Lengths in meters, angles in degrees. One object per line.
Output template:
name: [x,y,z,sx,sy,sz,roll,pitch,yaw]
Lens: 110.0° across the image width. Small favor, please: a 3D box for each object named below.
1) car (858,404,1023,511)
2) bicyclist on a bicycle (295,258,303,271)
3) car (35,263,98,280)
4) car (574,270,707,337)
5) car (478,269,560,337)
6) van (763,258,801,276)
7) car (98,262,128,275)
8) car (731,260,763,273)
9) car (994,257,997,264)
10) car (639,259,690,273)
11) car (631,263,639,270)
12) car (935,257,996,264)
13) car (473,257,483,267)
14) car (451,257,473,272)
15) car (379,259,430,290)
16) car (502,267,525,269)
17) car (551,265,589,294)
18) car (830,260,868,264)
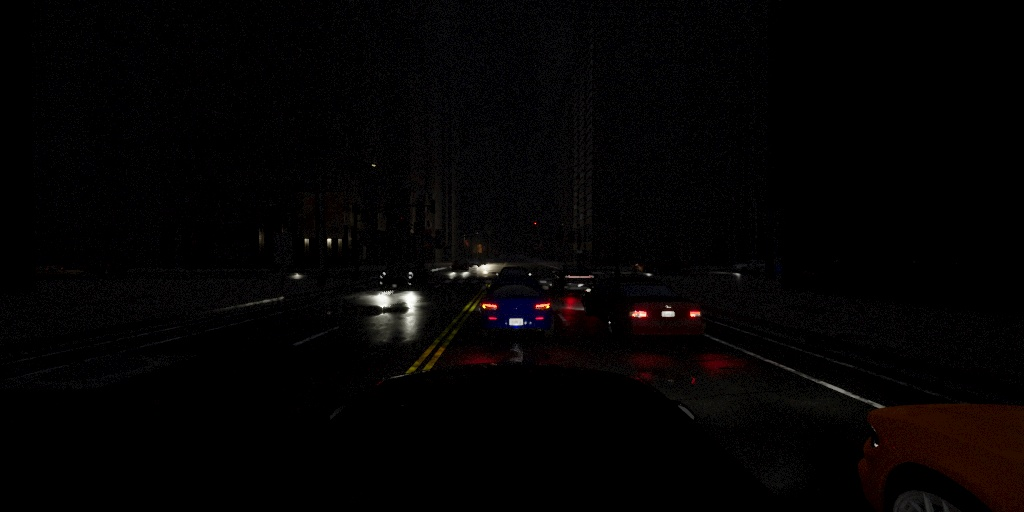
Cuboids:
car: [3.350,1.228,0.407,1.882,1.535,5.008,0,0,0]
bicyclist on a bicycle: [-25.897,1.003,43.563,0.582,1.620,1.656,0,1,0]
car: [-40.840,1.451,32.173,4.829,1.417,1.751,0,0,0]
car: [3.347,1.294,10.232,2.033,1.411,5.357,0,0,0]
car: [0.089,1.272,10.132,1.812,1.442,4.674,0,0,0]
van: [27.511,1.086,35.260,3.998,1.789,1.690,0,0,0]
car: [-46.436,1.364,40.692,4.507,1.381,1.888,0,0,0]
car: [27.643,1.184,41.095,4.674,1.442,1.812,0,1,0]
car: [49.273,1.046,35.143,5.009,1.841,2.192,0,0,0]
car: [17.703,1.148,41.164,5.008,1.535,1.882,0,1,0]
car: [16.673,1.071,43.843,4.097,1.591,1.967,0,0,0]
car: [43.831,1.169,35.172,4.097,1.591,1.967,0,0,0]
car: [-6.581,1.236,62.615,1.812,1.442,4.674,0,0,0]
car: [-6.605,1.196,46.238,1.882,1.535,5.008,0,0,0]
car: [-6.602,1.088,22.379,2.097,1.767,4.553,0,0,0]
car: [0.088,1.286,19.706,2.033,1.411,5.357,0,0,0]
car: [3.340,1.230,19.979,2.128,1.511,4.902,0,0,0]
car: [32.952,1.321,35.230,4.207,1.307,1.802,0,0,0]
